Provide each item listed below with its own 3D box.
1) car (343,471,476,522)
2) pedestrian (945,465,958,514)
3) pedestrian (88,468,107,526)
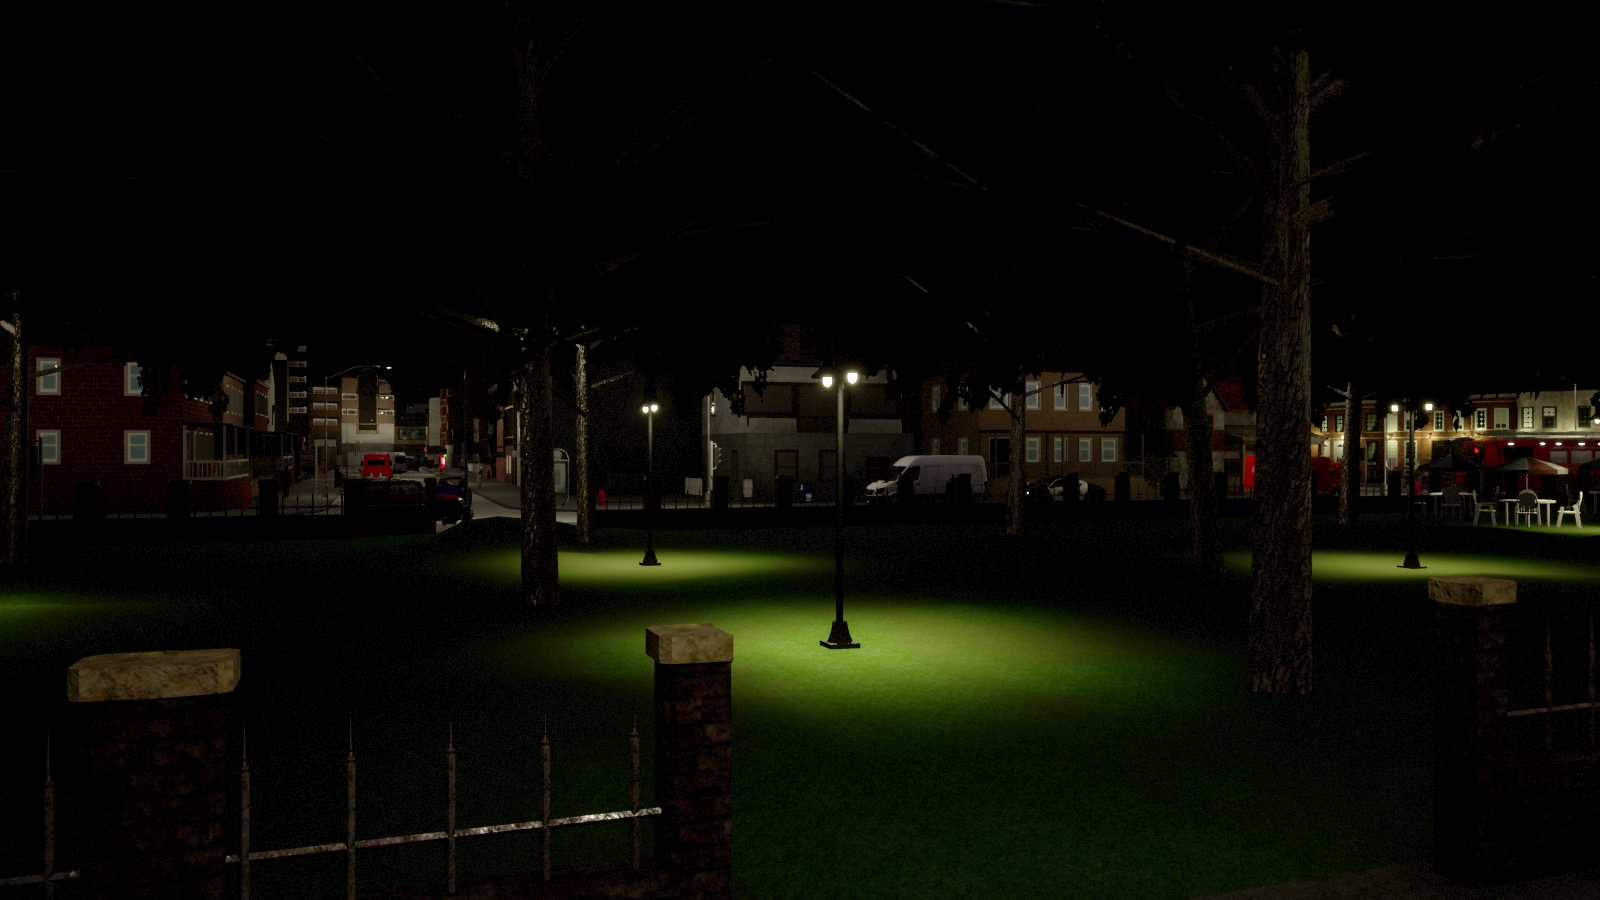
[{"bbox_3d":[-14.492,1.686,42.475,4.553,1.767,2.097,0,0,-20],"label":"car"},{"bbox_3d":[5.873,1.525,44.283,0.375,1.860,0.375,0,0,-20],"label":"pedestrian"},{"bbox_3d":[-22.778,1.525,37.054,0.375,1.860,0.375,0,0,5],"label":"pedestrian"}]
